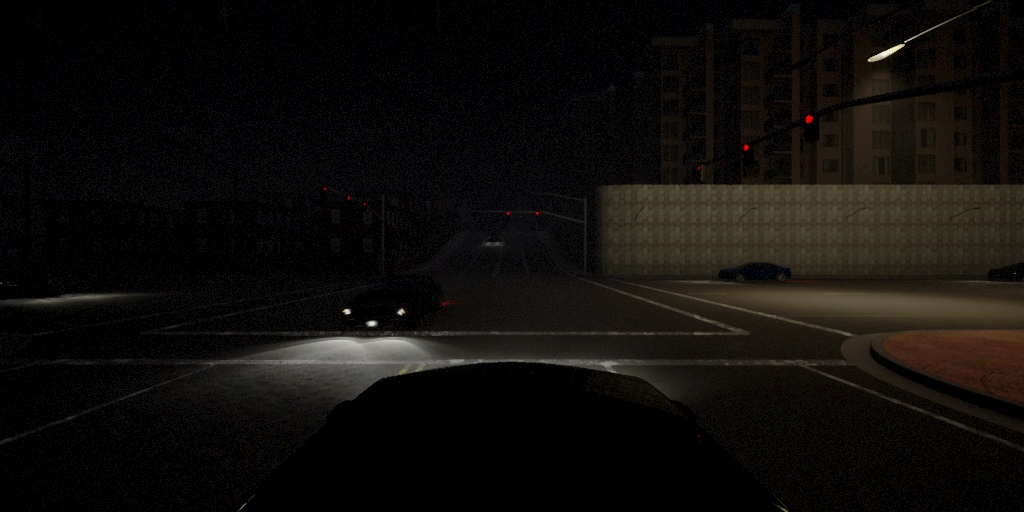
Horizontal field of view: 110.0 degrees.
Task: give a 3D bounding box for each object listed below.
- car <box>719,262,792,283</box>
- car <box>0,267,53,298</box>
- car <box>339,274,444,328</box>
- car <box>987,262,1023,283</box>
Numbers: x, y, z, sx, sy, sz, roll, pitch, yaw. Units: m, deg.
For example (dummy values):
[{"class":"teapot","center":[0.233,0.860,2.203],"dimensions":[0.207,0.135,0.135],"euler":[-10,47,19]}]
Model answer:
[{"class":"car","center":[18.719,1.224,27.750],"dimensions":[5.008,1.535,1.882],"euler":[0,0,0]},{"class":"car","center":[-25.275,1.225,17.193],"dimensions":[5.008,1.535,1.882],"euler":[0,0,0]},{"class":"car","center":[-3.501,1.308,11.619],"dimensions":[2.033,1.411,5.357],"euler":[0,0,0]},{"class":"car","center":[39.985,1.224,27.667],"dimensions":[5.008,1.535,1.882],"euler":[0,0,0]}]
